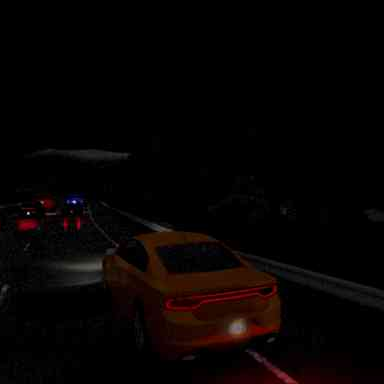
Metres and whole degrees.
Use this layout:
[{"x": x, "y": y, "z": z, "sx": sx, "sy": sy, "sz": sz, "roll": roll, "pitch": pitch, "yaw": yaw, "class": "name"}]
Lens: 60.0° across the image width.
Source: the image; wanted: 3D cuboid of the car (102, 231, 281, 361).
[{"x": -0.455, "y": 1.479, "z": 6.254, "sx": 1.882, "sy": 1.535, "sz": 5.008, "roll": 0, "pitch": 0, "yaw": -24, "class": "car"}]

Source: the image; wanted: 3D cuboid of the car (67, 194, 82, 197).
[{"x": -14.642, "y": 1.273, "z": 41.600, "sx": 2.150, "sy": 2.045, "sz": 5.566, "roll": 0, "pitch": 0, "yaw": -17, "class": "car"}]

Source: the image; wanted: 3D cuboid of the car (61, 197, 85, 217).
[{"x": -11.363, "y": 1.531, "z": 31.651, "sx": 2.128, "sy": 1.511, "sz": 4.902, "roll": 0, "pitch": 0, "yaw": -18, "class": "car"}]

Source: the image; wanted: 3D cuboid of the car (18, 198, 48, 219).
[{"x": -14.558, "y": 1.555, "z": 30.309, "sx": 1.837, "sy": 1.490, "sz": 4.892, "roll": 0, "pitch": 0, "yaw": -18, "class": "car"}]

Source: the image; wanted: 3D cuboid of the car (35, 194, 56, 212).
[{"x": -17.827, "y": 1.283, "z": 40.254, "sx": 2.150, "sy": 2.045, "sz": 5.566, "roll": 0, "pitch": 0, "yaw": -18, "class": "car"}]
